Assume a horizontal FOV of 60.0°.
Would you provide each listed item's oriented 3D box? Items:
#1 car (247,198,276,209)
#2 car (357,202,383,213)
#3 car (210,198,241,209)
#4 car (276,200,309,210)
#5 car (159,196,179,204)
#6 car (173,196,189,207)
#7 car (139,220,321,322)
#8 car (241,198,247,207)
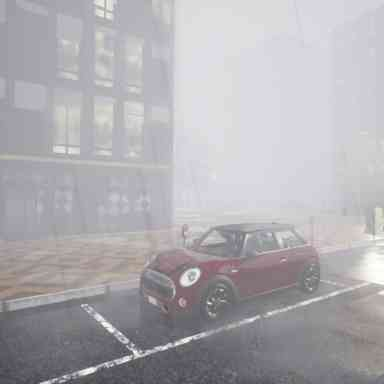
[{"bbox_3d":[11.161,1.800,51.450,1.887,1.381,4.507,1,-1,-35],"label":"car"},{"bbox_3d":[20.992,1.730,37.567,1.947,1.339,4.313,1,-1,-35],"label":"car"},{"bbox_3d":[4.318,1.678,46.612,2.008,1.369,4.403,1,-1,-35],"label":"car"},{"bbox_3d":[14.437,1.807,46.822,1.802,1.307,4.206,1,-1,-35],"label":"car"},{"bbox_3d":[-5.224,1.725,74.592,2.192,1.841,5.009,1,-1,-35],"label":"car"},{"bbox_3d":[-2.236,1.733,55.867,1.887,1.381,4.507,1,-1,-35],"label":"car"},{"bbox_3d":[0.905,1.442,7.195,4.097,1.590,1.967,0,1,-36],"label":"car"},{"bbox_3d":[7.884,1.726,56.079,1.967,1.590,4.097,1,-1,-35],"label":"car"}]
